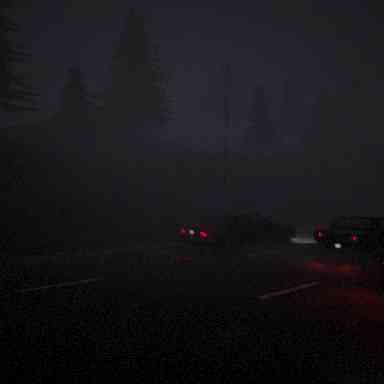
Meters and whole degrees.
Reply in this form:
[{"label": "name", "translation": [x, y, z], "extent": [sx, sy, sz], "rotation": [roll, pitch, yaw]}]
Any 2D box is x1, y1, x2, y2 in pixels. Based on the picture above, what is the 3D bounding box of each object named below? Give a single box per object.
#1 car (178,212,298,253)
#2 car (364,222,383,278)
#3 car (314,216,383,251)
[{"label": "car", "translation": [2.037, 1.548, 13.796], "extent": [5.357, 1.411, 2.033], "rotation": [0, 0, -35]}, {"label": "car", "translation": [6.507, 1.526, 8.393], "extent": [4.674, 1.442, 1.812], "rotation": [0, 0, -35]}, {"label": "car", "translation": [6.942, 1.601, 13.001], "extent": [4.718, 1.301, 1.895], "rotation": [0, 0, -35]}]
